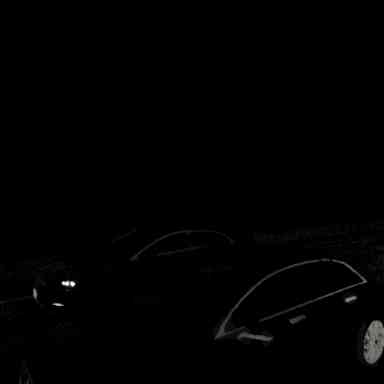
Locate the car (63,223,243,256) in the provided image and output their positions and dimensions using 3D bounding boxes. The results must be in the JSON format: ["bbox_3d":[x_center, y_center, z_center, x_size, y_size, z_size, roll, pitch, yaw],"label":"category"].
[{"bbox_3d":[-0.684,1.470,7.140,4.902,1.511,2.128,0,0,-35],"label":"car"}]

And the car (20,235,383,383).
[{"bbox_3d":[0.617,1.487,4.089,4.892,1.490,1.837,0,0,-35],"label":"car"}]
